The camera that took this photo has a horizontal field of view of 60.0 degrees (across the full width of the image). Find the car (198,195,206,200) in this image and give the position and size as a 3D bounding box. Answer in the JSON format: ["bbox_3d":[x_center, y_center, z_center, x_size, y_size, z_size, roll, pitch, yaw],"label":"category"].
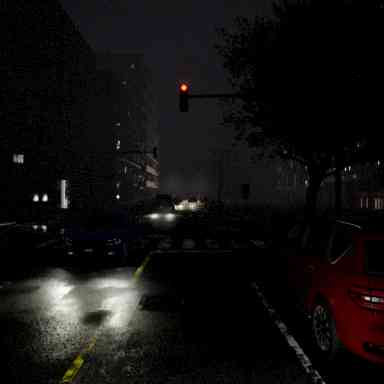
[{"bbox_3d":[2.706,1.638,93.567,2.008,1.369,4.403,0,0,0],"label":"car"}]

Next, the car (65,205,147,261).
[{"bbox_3d":[-3.098,1.478,12.465,1.882,1.535,5.008,0,0,0],"label":"car"}]

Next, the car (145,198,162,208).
[{"bbox_3d":[-5.681,1.573,49.307,2.008,1.369,4.403,0,0,0],"label":"car"}]

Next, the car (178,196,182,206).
[{"bbox_3d":[-3.081,1.593,54.314,1.994,1.385,4.181,0,0,0],"label":"car"}]

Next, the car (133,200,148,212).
[{"bbox_3d":[-5.682,1.563,38.241,2.008,1.369,4.403,0,0,0],"label":"car"}]

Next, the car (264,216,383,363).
[{"bbox_3d":[2.694,1.315,5.852,2.192,1.841,5.009,0,0,0],"label":"car"}]

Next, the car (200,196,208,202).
[{"bbox_3d":[2.704,1.584,77.139,1.752,1.417,4.829,0,0,0],"label":"car"}]

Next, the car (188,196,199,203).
[{"bbox_3d":[0.115,1.612,69.419,1.994,1.385,4.181,0,0,0],"label":"car"}]

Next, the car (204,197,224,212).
[{"bbox_3d":[2.698,1.557,38.240,1.887,1.381,4.507,0,0,0],"label":"car"}]

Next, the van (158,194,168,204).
[{"bbox_3d":[-5.678,1.384,65.905,1.690,1.788,3.998,0,0,0],"label":"van"}]

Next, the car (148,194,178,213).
[{"bbox_3d":[-3.143,1.234,37.154,2.150,2.045,5.566,0,0,1],"label":"car"}]

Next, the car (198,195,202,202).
[{"bbox_3d":[2.702,1.625,65.903,1.802,1.307,4.206,0,0,0],"label":"car"}]

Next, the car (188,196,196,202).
[{"bbox_3d":[0.015,1.657,79.320,1.895,1.301,4.718,0,0,0],"label":"car"}]

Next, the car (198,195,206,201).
[{"bbox_3d":[2.705,1.621,88.034,1.887,1.381,4.507,0,0,0],"label":"car"}]

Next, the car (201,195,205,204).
[{"bbox_3d":[2.699,1.548,49.475,1.752,1.417,4.829,0,0,0],"label":"car"}]

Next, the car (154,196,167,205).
[{"bbox_3d":[-5.679,1.476,60.372,1.967,1.590,4.097,0,0,0],"label":"car"}]
